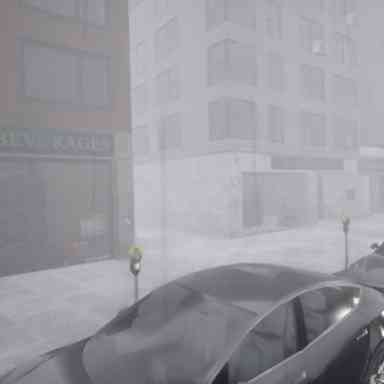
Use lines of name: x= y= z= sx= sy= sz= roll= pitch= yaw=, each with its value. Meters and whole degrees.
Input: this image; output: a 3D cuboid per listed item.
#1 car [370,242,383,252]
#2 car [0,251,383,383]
car: x=4.743 y=1.329 z=6.446 sx=4.313 sy=1.339 sz=1.947 roll=-2 pitch=1 yaw=-37
car: x=0.316 y=1.502 z=3.146 sx=4.313 sy=1.339 sz=1.947 roll=-2 pitch=1 yaw=-37
